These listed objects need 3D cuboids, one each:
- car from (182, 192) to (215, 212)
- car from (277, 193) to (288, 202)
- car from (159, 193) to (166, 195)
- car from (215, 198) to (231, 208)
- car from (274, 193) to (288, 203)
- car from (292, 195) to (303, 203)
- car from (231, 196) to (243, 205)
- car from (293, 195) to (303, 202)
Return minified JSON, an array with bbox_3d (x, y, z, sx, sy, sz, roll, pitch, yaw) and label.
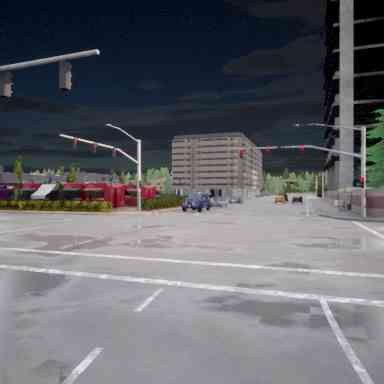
[{"bbox_3d":[0.597,1.221,39.317,2.150,2.045,5.566,0,0,19],"label":"car"},{"bbox_3d":[21.547,1.225,78.822,2.150,2.045,5.566,0,0,19],"label":"car"},{"bbox_3d":[-7.964,1.208,81.445,4.605,1.855,1.932,0,0,19],"label":"car"},{"bbox_3d":[3.873,1.600,48.932,1.895,1.301,4.718,0,0,19],"label":"car"},{"bbox_3d":[18.236,1.477,69.005,1.882,1.535,5.008,0,0,19],"label":"car"},{"bbox_3d":[21.449,1.477,67.601,1.882,1.535,5.008,0,0,19],"label":"car"},{"bbox_3d":[8.036,1.492,61.061,2.128,1.511,4.902,0,0,19],"label":"car"},{"bbox_3d":[24.742,1.525,77.344,2.128,1.511,4.902,0,0,19],"label":"car"}]
